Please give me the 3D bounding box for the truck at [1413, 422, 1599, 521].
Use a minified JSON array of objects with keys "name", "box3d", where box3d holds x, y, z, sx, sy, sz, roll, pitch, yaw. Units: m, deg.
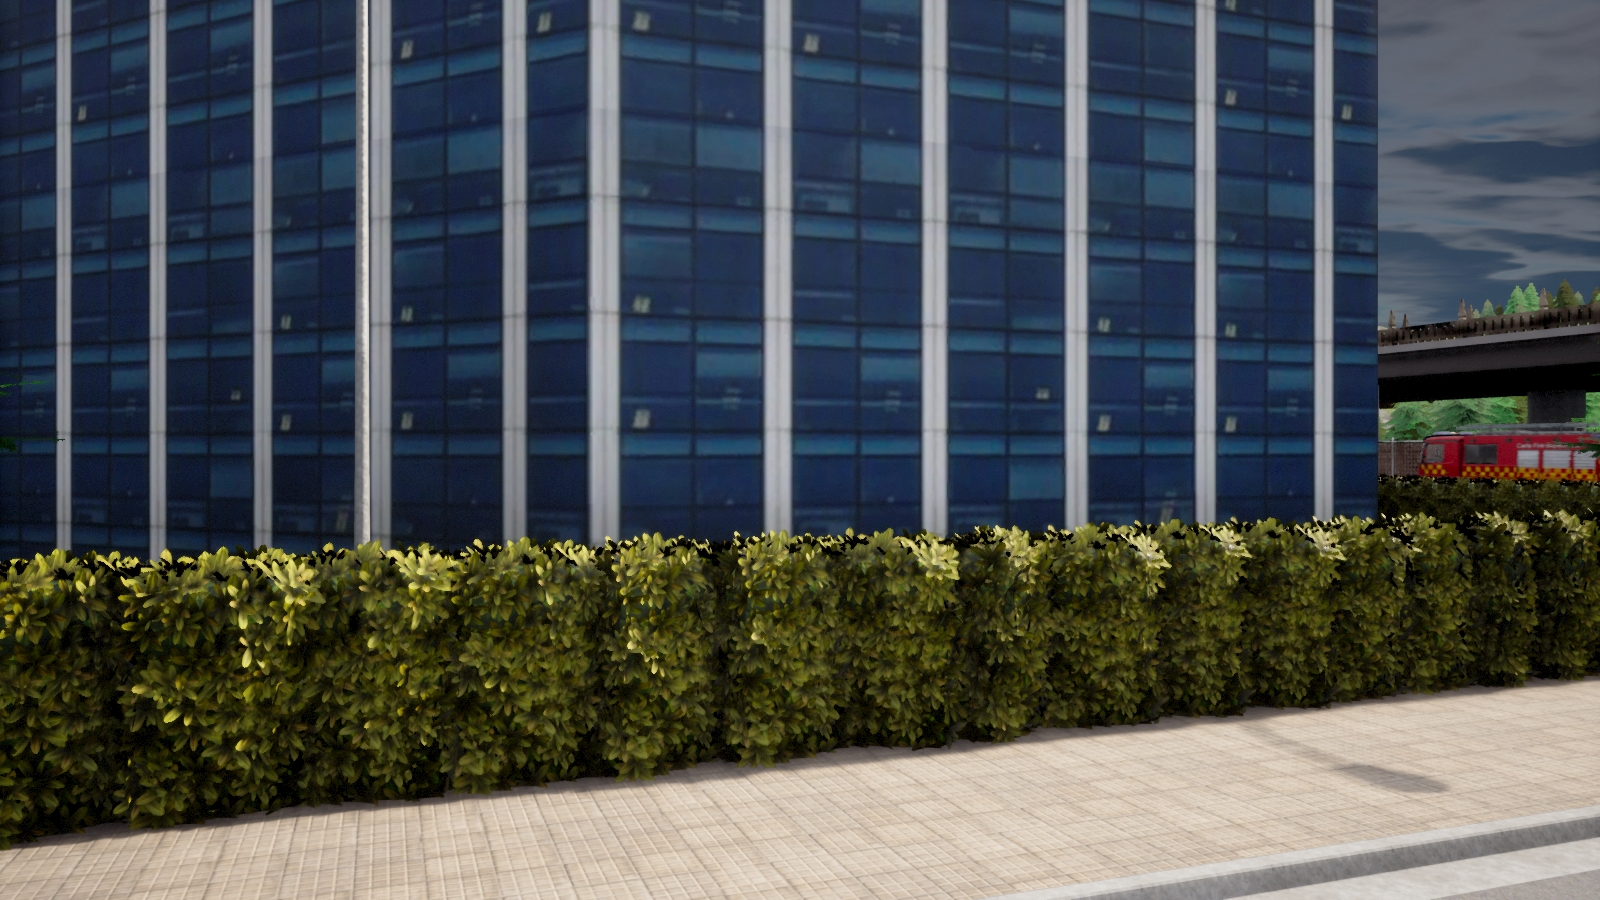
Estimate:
[{"name":"truck","box3d":[30.731,0.837,48.582,2.891,3.827,8.468,0,0,-20]}]
